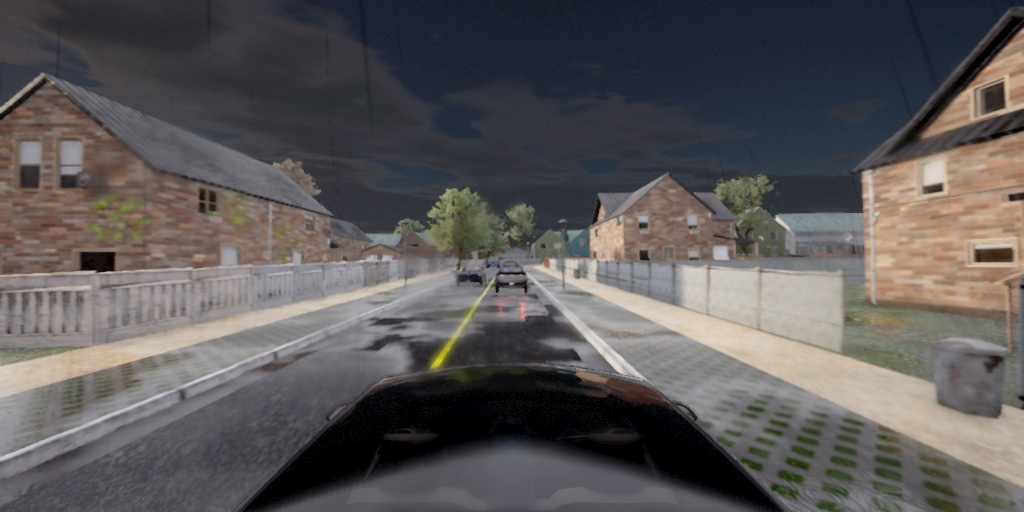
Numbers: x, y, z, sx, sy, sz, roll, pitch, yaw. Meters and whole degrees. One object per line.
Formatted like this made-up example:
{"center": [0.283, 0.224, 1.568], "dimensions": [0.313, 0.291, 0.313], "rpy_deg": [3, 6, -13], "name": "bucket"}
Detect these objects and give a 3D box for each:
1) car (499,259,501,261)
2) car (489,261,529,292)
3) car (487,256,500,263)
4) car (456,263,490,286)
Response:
{"center": [-0.158, 1.291, 38.171], "dimensions": [1.837, 1.490, 4.892], "rpy_deg": [0, 0, 0], "name": "car"}
{"center": [-0.038, 1.257, 21.336], "dimensions": [2.128, 1.511, 4.902], "rpy_deg": [0, 0, 0], "name": "car"}
{"center": [-3.154, 1.082, 62.701], "dimensions": [2.150, 2.045, 5.566], "rpy_deg": [0, 0, 0], "name": "car"}
{"center": [-2.908, 1.386, 26.139], "dimensions": [1.895, 1.301, 4.718], "rpy_deg": [0, 0, 0], "name": "car"}
